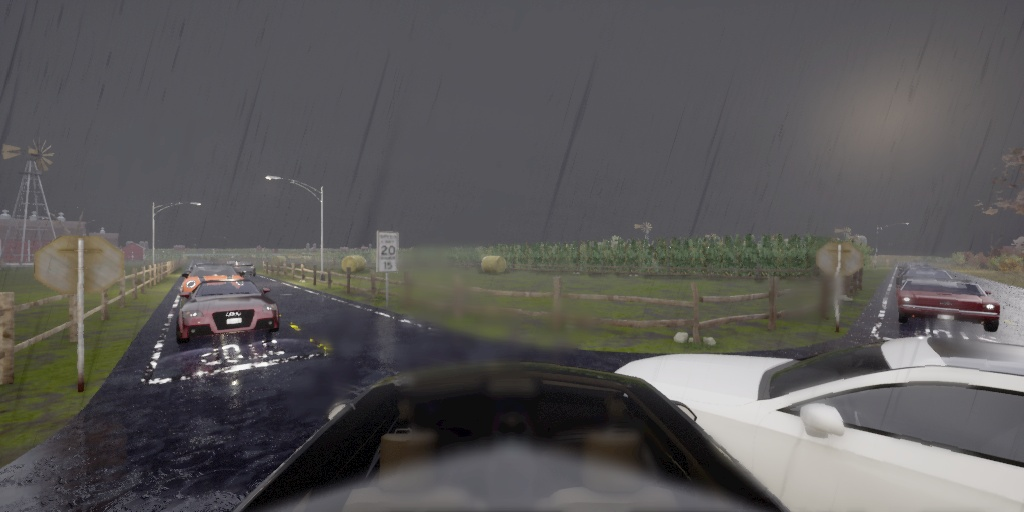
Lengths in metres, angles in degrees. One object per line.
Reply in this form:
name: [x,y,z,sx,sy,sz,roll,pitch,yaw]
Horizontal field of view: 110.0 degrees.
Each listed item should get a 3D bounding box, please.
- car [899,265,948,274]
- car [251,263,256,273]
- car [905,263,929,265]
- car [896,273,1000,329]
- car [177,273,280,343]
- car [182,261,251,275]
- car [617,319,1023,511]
car: [20.659,1.353,17.880,5.357,1.411,2.033,0,1,-43]
car: [-26.852,1.269,35.729,2.128,1.511,4.902,0,0,-41]
car: [27.437,1.387,24.110,4.181,1.385,1.994,0,1,-43]
car: [13.558,1.392,11.342,4.718,1.301,1.895,0,1,-43]
car: [-7.906,1.352,9.946,1.994,1.385,4.181,0,0,-42]
car: [-13.658,1.134,16.451,2.097,1.767,4.553,0,0,-42]
car: [2.846,1.293,2.320,1.812,1.442,4.674,0,1,-44]
